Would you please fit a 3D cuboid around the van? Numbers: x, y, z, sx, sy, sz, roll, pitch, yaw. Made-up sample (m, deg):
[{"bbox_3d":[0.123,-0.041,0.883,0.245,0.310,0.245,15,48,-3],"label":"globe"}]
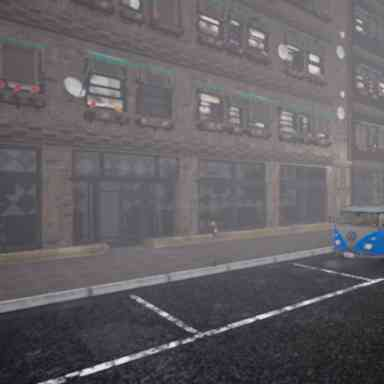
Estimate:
[{"bbox_3d":[6.367,1.345,11.103,3.998,1.788,1.690,0,0,-35],"label":"van"}]
